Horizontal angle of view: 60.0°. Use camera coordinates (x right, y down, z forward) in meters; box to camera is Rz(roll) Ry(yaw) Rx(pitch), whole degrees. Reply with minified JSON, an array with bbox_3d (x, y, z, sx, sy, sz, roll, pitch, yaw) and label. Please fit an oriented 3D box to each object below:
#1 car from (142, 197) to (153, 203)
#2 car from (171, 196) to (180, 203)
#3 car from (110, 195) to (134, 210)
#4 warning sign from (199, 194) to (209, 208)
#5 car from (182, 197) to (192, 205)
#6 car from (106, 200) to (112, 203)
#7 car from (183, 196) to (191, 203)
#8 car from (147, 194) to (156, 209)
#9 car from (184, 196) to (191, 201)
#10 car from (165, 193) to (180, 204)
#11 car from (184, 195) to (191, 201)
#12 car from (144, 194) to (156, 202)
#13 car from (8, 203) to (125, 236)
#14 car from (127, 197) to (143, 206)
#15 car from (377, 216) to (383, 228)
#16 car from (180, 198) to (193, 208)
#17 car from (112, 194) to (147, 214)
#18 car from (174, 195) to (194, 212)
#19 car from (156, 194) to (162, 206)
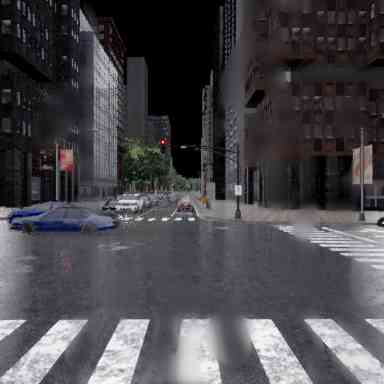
[{"bbox_3d":[-9.544,1.669,71.482,1.802,1.307,4.206,0,0,-1],"label":"car"},{"bbox_3d":[-3.815,1.694,75.834,1.895,1.301,4.718,0,0,-1],"label":"car"},{"bbox_3d":[-9.292,1.335,44.354,2.192,1.841,5.009,0,0,-1],"label":"car"},{"bbox_3d":[1.560,1.132,42.696,1.300,1.860,1.060,0,0,-1],"label":"warning sign"},{"bbox_3d":[-0.918,1.603,60.703,1.887,1.381,4.507,0,0,-1],"label":"car"},{"bbox_3d":[-9.241,1.574,38.928,1.947,1.339,4.313,0,0,-1],"label":"car"},{"bbox_3d":[-1.020,1.613,71.723,1.752,1.417,4.829,0,0,-1],"label":"car"},{"bbox_3d":[-6.634,1.375,45.591,2.097,1.767,4.553,0,0,0],"label":"car"},{"bbox_3d":[-1.222,1.696,93.252,1.887,1.381,4.507,0,0,-1],"label":"car"},{"bbox_3d":[-3.625,1.562,65.646,2.128,1.511,4.902,0,0,0],"label":"car"},{"bbox_3d":[-1.171,1.574,87.827,1.967,1.590,4.097,0,0,-1],"label":"car"},{"bbox_3d":[-9.595,1.417,76.909,2.192,1.841,5.009,0,0,-1],"label":"car"},{"bbox_3d":[-6.549,1.479,17.570,5.357,1.411,2.033,1,0,-1],"label":"car"},{"bbox_3d":[-9.391,1.570,55.035,1.752,1.417,4.829,0,0,-1],"label":"car"},{"bbox_3d":[14.092,1.787,20.990,4.181,1.385,1.994,1,0,0],"label":"car"},{"bbox_3d":[-0.817,1.614,49.853,1.802,1.307,4.206,0,0,-1],"label":"car"},{"bbox_3d":[-6.545,1.223,35.566,2.150,2.045,5.566,0,0,-1],"label":"car"},{"bbox_3d":[-0.717,1.448,39.004,1.967,1.590,4.097,0,0,-1],"label":"car"},{"bbox_3d":[-6.717,1.399,55.792,2.097,1.767,4.553,0,0,0],"label":"car"}]
